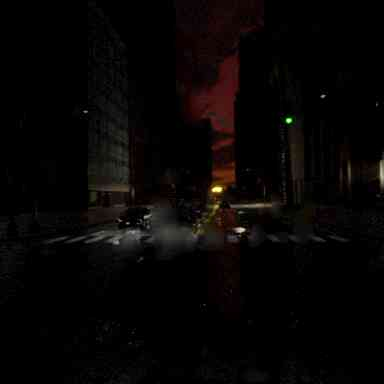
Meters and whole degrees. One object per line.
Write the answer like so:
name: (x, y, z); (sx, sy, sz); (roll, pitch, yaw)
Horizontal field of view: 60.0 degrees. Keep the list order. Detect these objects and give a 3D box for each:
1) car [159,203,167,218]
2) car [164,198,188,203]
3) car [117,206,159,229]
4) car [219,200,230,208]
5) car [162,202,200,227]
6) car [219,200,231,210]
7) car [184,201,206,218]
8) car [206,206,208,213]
car: (-3.232, 2.093, 34.125); (1.895, 1.301, 4.718); (-1, -1, 6)
car: (-2.311, 1.827, 43.996); (2.150, 2.045, 5.566); (-1, -1, 6)
car: (-4.108, 1.892, 24.904); (1.837, 1.490, 4.892); (-1, -1, 6)
car: (6.360, 2.314, 65.440); (1.994, 1.385, 4.181); (-1, -1, 5)
car: (-0.736, 1.824, 25.884); (1.882, 1.535, 5.008); (-1, -1, 5)
car: (5.438, 2.177, 55.154); (2.033, 1.411, 5.357); (-1, -1, 5)
car: (0.120, 1.979, 35.124); (1.812, 1.442, 4.674); (-1, -1, 6)
car: (1.066, 2.131, 45.090); (1.994, 1.385, 4.181); (-1, -1, 6)
